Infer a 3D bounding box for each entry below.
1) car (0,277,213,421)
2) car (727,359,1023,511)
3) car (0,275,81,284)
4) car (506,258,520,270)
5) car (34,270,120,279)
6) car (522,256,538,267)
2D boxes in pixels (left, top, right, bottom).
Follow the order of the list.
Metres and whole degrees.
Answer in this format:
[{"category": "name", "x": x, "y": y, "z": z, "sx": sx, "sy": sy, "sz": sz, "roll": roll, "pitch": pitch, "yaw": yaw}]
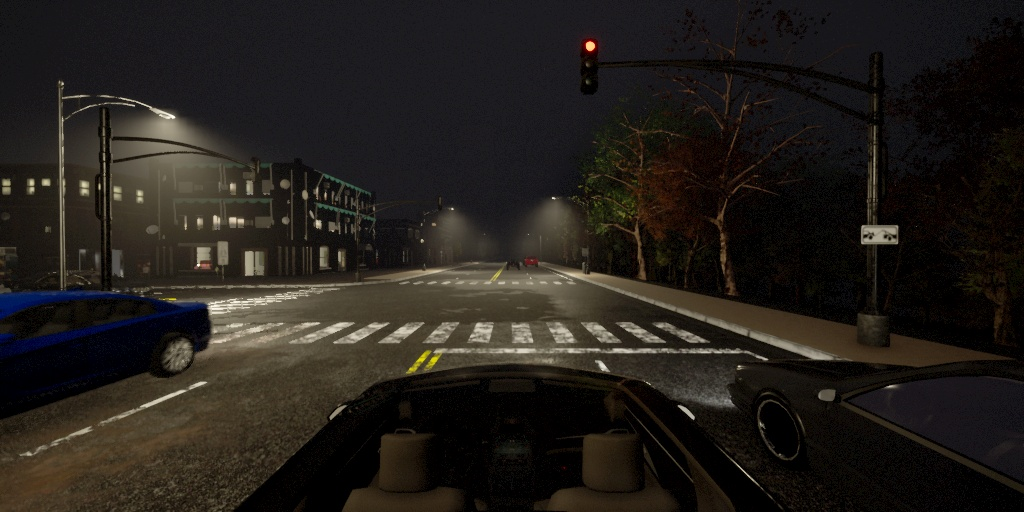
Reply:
[{"category": "car", "x": -6.495, "y": 1.227, "z": 4.540, "sx": 1.882, "sy": 1.535, "sz": 5.008, "roll": 0, "pitch": 0, "yaw": 0}, {"category": "car", "x": 3.326, "y": 1.297, "z": 1.736, "sx": 2.033, "sy": 1.411, "sz": 5.357, "roll": 0, "pitch": 0, "yaw": 3}, {"category": "car", "x": -19.933, "y": 1.565, "z": 13.723, "sx": 4.313, "sy": 1.339, "sz": 1.948, "roll": 0, "pitch": 0, "yaw": 0}, {"category": "car", "x": 0.167, "y": 1.235, "z": 53.778, "sx": 1.837, "sy": 1.490, "sz": 4.892, "roll": 0, "pitch": 0, "yaw": 0}, {"category": "car", "x": -19.400, "y": 1.471, "z": 16.426, "sx": 4.892, "sy": 1.490, "sz": 1.837, "roll": -1, "pitch": 1, "yaw": 0}, {"category": "car", "x": 3.428, "y": 0.948, "z": 63.942, "sx": 2.150, "sy": 2.045, "sz": 5.566, "roll": 0, "pitch": 0, "yaw": 0}]
